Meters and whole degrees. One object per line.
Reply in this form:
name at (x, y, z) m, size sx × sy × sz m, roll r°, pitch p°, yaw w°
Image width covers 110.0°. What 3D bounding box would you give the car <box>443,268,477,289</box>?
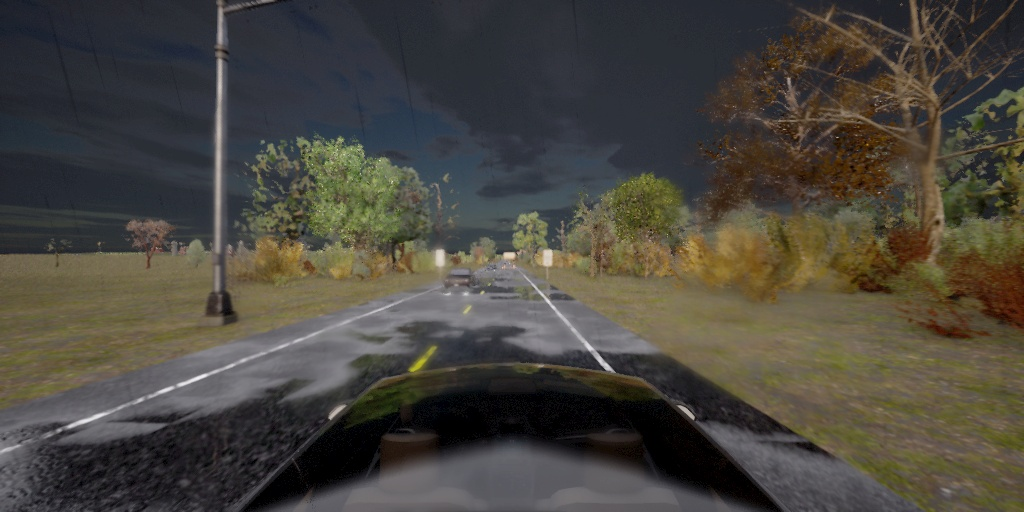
car at (-3.655, 1.569, 26.177) m, size 2.033 × 1.411 × 5.357 m, roll 0°, pitch -1°, yaw 0°
